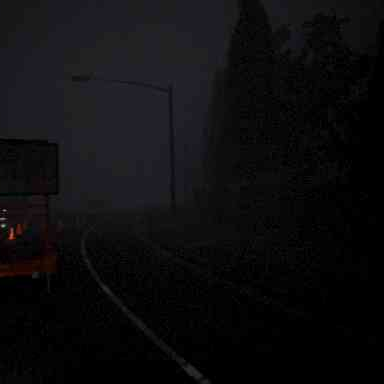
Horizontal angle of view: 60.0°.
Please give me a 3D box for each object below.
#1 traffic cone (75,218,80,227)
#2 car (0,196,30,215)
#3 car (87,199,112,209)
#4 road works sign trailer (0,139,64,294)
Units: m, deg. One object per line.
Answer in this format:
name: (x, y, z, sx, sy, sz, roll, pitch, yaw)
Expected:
traffic cone: (-7.296, 1.940, 21.174, 0.340, 0.580, 0.340, -1, 0, -19)
car: (-19.843, 1.444, 36.301, 2.150, 2.045, 5.566, -2, 0, 0)
car: (-12.410, 1.585, 44.775, 1.895, 1.301, 4.718, -2, 0, 4)
road works sign trailer: (-4.600, 0.487, 8.362, 2.380, 3.560, 2.880, -1, 0, -19)
